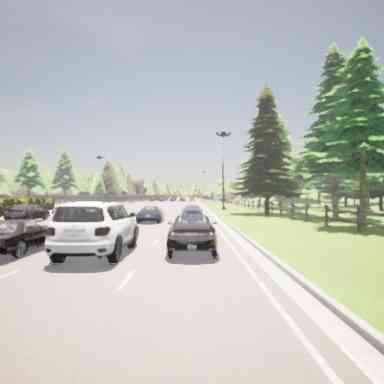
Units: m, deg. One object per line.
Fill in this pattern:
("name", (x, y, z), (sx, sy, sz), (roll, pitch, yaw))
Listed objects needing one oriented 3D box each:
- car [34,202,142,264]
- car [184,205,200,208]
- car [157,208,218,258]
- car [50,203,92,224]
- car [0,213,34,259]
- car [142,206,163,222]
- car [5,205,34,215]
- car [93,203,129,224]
("car", (-3.492, 1.366, 12.555), (2.150, 2.045, 5.566), (0, 0, 0))
("car", (0.025, 1.847, 28.872), (1.812, 1.442, 4.674), (0, 0, 0))
("car", (0.017, 1.644, 13.486), (2.128, 1.511, 4.902), (0, 0, 0))
("car", (-10.472, 1.804, 29.235), (1.882, 1.535, 5.008), (0, 0, 0))
("car", (-6.986, 1.750, 13.228), (1.895, 1.301, 4.718), (0, -1, 0))
("car", (-3.480, 1.882, 28.461), (1.994, 1.385, 4.181), (0, -1, 1))
("car", (-13.978, 1.811, 28.491), (2.128, 1.511, 4.902), (0, 0, 0))
("car", (-6.971, 1.803, 29.218), (1.882, 1.535, 5.008), (0, 0, 0))
